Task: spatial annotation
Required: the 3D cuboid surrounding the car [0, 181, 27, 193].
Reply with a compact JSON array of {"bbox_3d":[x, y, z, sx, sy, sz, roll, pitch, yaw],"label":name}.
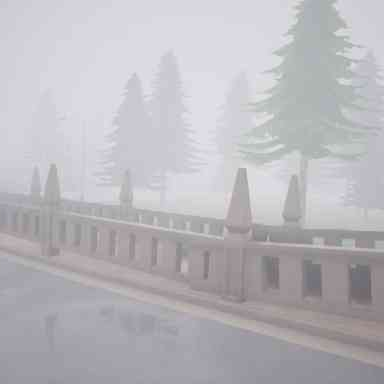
[{"bbox_3d":[-21.245,-0.473,37.409,1.882,1.535,5.008,4,3,37],"label":"car"}]
